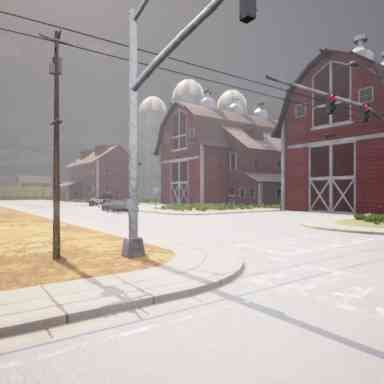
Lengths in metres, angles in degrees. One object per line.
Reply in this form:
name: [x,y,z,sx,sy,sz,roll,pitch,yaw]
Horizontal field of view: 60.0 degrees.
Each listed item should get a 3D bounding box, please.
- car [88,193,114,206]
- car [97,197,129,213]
car: [-13.758,1.116,50.620,3.866,1.878,1.905,-2,5,11]
car: [-8.515,1.536,36.673,1.994,1.385,4.181,0,0,-36]
